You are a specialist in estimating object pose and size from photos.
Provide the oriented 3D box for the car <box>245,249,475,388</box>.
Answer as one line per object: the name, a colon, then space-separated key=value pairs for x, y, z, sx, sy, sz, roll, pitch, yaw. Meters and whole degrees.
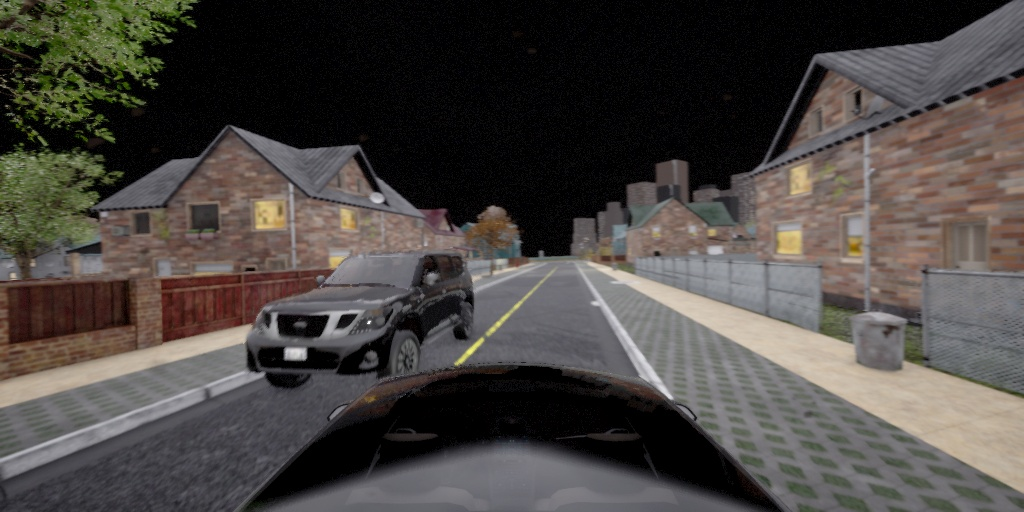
car: x=-2.348 y=0.889 z=7.326 sx=2.150 sy=2.045 sz=5.566 roll=-1 pitch=0 yaw=9
